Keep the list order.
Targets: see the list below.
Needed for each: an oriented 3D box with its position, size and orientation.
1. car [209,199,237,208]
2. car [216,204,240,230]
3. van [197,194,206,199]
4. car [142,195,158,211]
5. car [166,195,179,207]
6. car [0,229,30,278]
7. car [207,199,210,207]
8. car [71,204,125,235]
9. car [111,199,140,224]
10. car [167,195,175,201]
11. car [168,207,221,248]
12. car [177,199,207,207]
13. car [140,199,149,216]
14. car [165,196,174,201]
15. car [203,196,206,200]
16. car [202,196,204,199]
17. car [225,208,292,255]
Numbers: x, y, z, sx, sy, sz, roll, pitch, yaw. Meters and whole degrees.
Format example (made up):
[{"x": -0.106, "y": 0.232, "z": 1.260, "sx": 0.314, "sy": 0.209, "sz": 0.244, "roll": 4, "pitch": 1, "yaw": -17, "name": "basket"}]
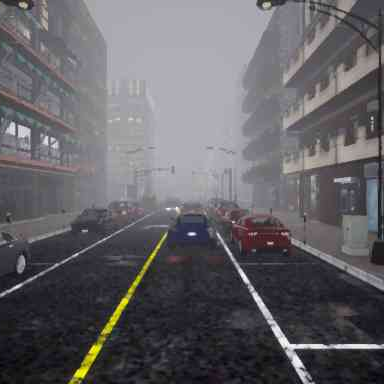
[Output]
[{"x": 2.565, "y": 1.434, "z": 24.302, "sx": 1.967, "sy": 1.590, "sz": 4.097, "roll": 0, "pitch": 0, "yaw": 0, "name": "car"}, {"x": 2.565, "y": 1.577, "z": 18.708, "sx": 1.802, "sy": 1.307, "sz": 4.206, "roll": 0, "pitch": 0, "yaw": 0, "name": "car"}, {"x": 2.565, "y": 1.308, "z": 79.128, "sx": 1.690, "sy": 1.788, "sz": 3.998, "roll": 0, "pitch": 0, "yaw": 0, "name": "van"}, {"x": -5.316, "y": 1.303, "z": 41.085, "sx": 2.192, "sy": 1.841, "sz": 5.009, "roll": 0, "pitch": 0, "yaw": 0, "name": "car"}, {"x": -2.750, "y": 1.585, "z": 49.650, "sx": 1.994, "sy": 1.385, "sz": 4.181, "roll": 0, "pitch": 0, "yaw": 0, "name": "car"}, {"x": -5.316, "y": 1.547, "z": 7.519, "sx": 2.008, "sy": 1.369, "sz": 4.403, "roll": 0, "pitch": 0, "yaw": 0, "name": "car"}, {"x": 2.565, "y": 1.432, "z": 29.896, "sx": 1.967, "sy": 1.590, "sz": 4.097, "roll": 0, "pitch": 0, "yaw": 0, "name": "car"}, {"x": -5.316, "y": 1.561, "z": 18.708, "sx": 1.947, "sy": 1.339, "sz": 4.313, "roll": 0, "pitch": 0, "yaw": 0, "name": "car"}, {"x": -5.316, "y": 1.433, "z": 24.302, "sx": 1.967, "sy": 1.590, "sz": 4.097, "roll": 0, "pitch": 0, "yaw": 0, "name": "car"}, {"x": -5.283, "y": 1.507, "z": 84.878, "sx": 1.887, "sy": 1.381, "sz": 4.507, "roll": 0, "pitch": 0, "yaw": 0, "name": "car"}, {"x": 0.000, "y": 1.569, "z": 14.650, "sx": 1.994, "sy": 1.385, "sz": 4.181, "roll": 0, "pitch": 0, "yaw": 0, "name": "car"}, {"x": 0.000, "y": 1.565, "z": 29.650, "sx": 1.994, "sy": 1.385, "sz": 4.181, "roll": 0, "pitch": 0, "yaw": 0, "name": "car"}, {"x": -5.316, "y": 1.574, "z": 29.896, "sx": 1.802, "sy": 1.307, "sz": 4.206, "roll": 0, "pitch": 0, "yaw": 0, "name": "car"}, {"x": -5.282, "y": 1.549, "z": 79.289, "sx": 1.802, "sy": 1.307, "sz": 4.206, "roll": 0, "pitch": 0, "yaw": 0, "name": "car"}, {"x": 2.565, "y": 1.430, "z": 35.491, "sx": 1.967, "sy": 1.590, "sz": 4.097, "roll": 0, "pitch": 0, "yaw": 0, "name": "car"}, {"x": 2.565, "y": 1.533, "z": 41.085, "sx": 1.887, "sy": 1.381, "sz": 4.507, "roll": 0, "pitch": 0, "yaw": 0, "name": "car"}, {"x": 2.564, "y": 1.540, "z": 13.114, "sx": 1.887, "sy": 1.381, "sz": 4.507, "roll": 0, "pitch": 0, "yaw": 0, "name": "car"}]
